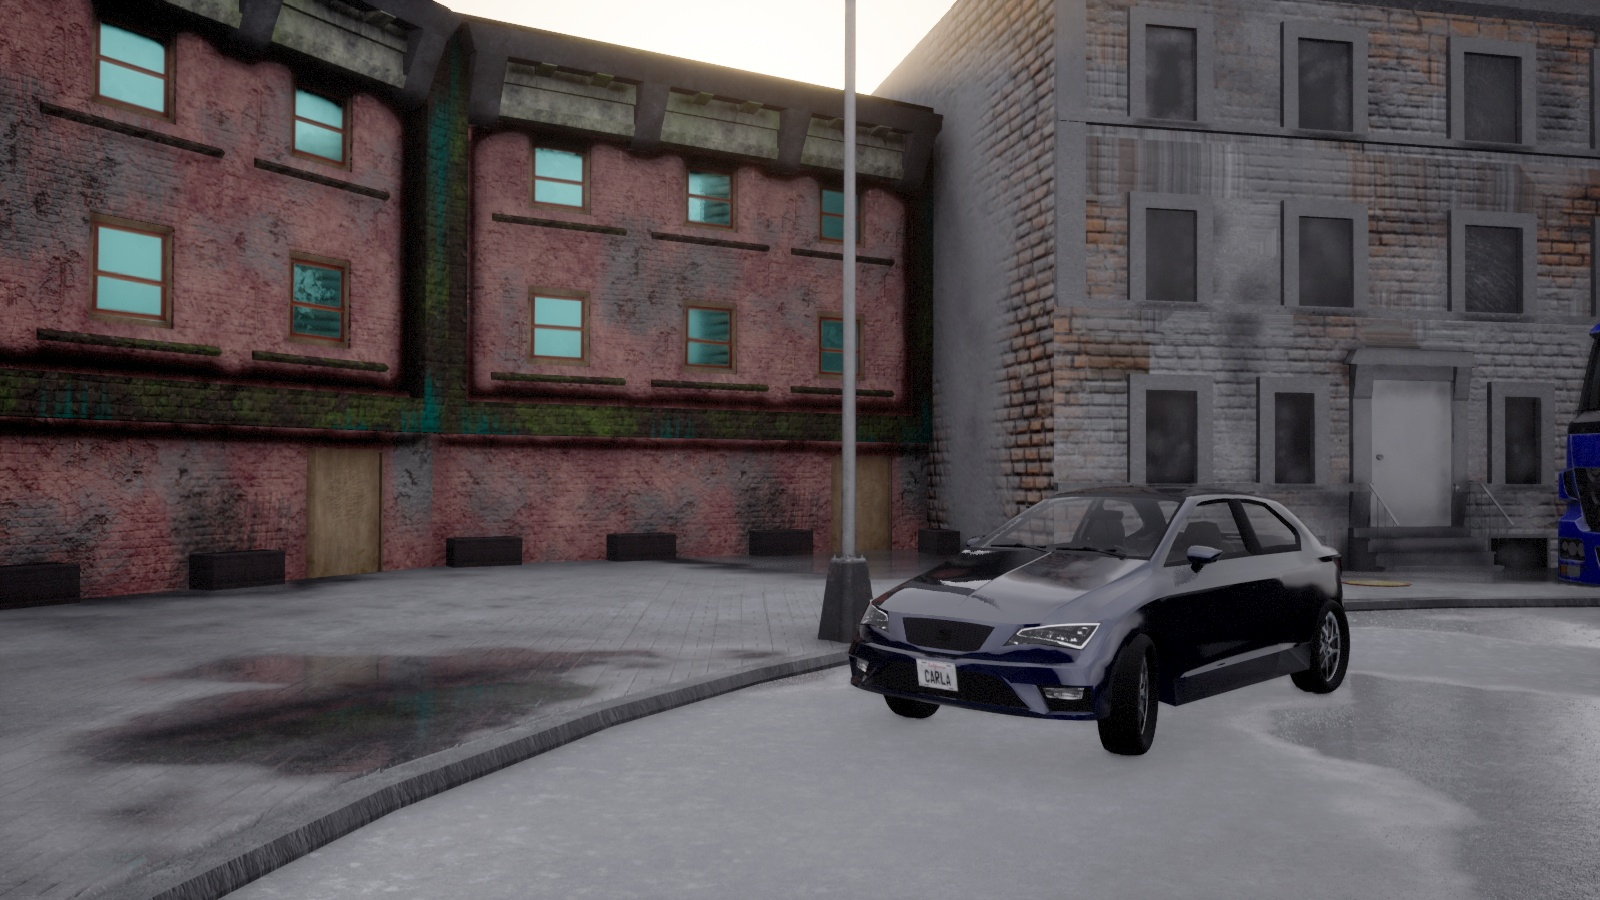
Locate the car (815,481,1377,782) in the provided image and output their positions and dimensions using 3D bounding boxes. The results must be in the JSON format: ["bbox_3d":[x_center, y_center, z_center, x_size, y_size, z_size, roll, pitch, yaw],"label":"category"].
[{"bbox_3d":[2.194,0.963,8.457,1.816,1.474,4.193,-1,-1,43],"label":"car"}]

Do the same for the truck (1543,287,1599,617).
[{"bbox_3d":[12.379,-0.002,12.812,7.936,3.462,2.891,0,-1,-3],"label":"truck"}]
